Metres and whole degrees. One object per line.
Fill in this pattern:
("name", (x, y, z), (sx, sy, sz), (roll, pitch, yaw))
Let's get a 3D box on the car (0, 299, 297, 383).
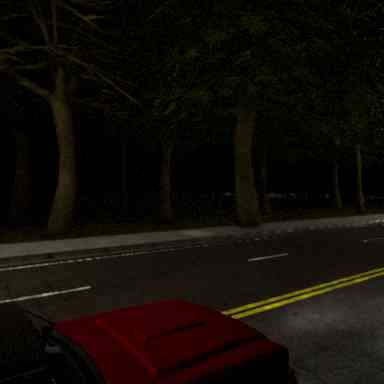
("car", (-1.371, 1.600, 2.462), (4.718, 1.301, 1.895), (0, 0, -36))
